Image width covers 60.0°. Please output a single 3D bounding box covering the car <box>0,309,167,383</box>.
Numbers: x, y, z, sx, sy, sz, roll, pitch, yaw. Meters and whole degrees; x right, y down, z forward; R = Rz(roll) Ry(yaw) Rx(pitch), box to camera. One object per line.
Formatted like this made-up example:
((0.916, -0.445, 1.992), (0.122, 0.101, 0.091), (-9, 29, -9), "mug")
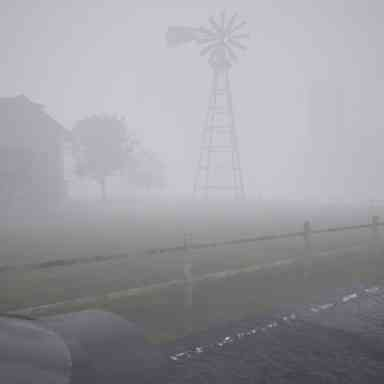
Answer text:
((-2.427, 1.482, 1.332), (5.008, 1.535, 1.882), (-1, 1, -35), "car")
